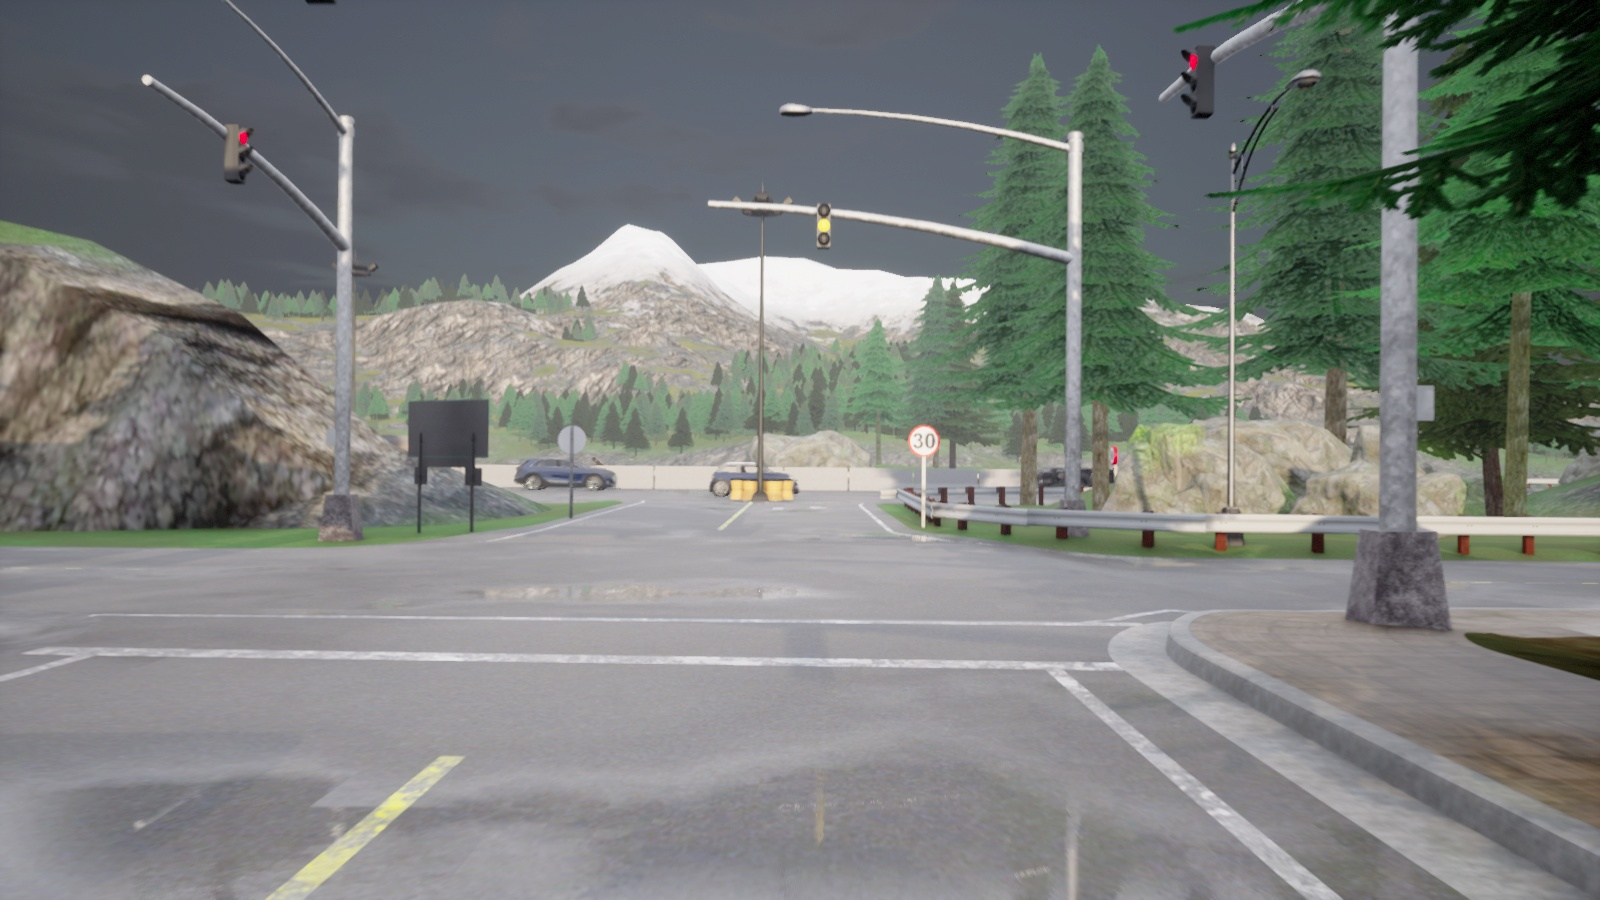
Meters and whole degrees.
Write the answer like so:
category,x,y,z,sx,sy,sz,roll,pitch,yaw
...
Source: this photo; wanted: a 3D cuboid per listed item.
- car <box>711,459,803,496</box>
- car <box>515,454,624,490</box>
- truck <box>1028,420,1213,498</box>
category,x,y,z,sx,sy,sz,roll,pitch,yaw
car,-1.774,1.160,53.219,3.806,1.475,1.970,1,0,0
car,-11.023,1.057,60.293,4.856,1.649,2.033,1,0,0
truck,14.910,0.430,58.516,7.936,3.462,2.891,1,0,-16
